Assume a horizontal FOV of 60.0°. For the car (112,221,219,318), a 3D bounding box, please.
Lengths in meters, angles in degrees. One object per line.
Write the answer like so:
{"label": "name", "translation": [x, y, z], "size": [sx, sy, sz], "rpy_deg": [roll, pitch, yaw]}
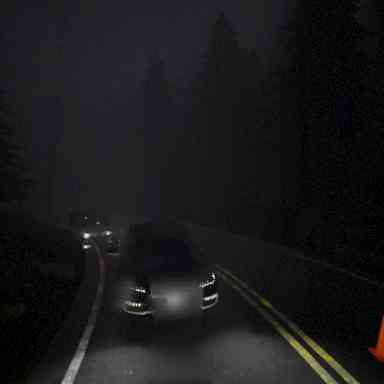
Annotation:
{"label": "car", "translation": [-0.801, 1.502, 7.729], "size": [1.837, 1.490, 4.892], "rpy_deg": [-1, 0, -12]}

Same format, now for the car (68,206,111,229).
{"label": "car", "translation": [-7.205, 1.686, 23.182], "size": [1.895, 1.301, 4.718], "rpy_deg": [-3, 1, -32]}
